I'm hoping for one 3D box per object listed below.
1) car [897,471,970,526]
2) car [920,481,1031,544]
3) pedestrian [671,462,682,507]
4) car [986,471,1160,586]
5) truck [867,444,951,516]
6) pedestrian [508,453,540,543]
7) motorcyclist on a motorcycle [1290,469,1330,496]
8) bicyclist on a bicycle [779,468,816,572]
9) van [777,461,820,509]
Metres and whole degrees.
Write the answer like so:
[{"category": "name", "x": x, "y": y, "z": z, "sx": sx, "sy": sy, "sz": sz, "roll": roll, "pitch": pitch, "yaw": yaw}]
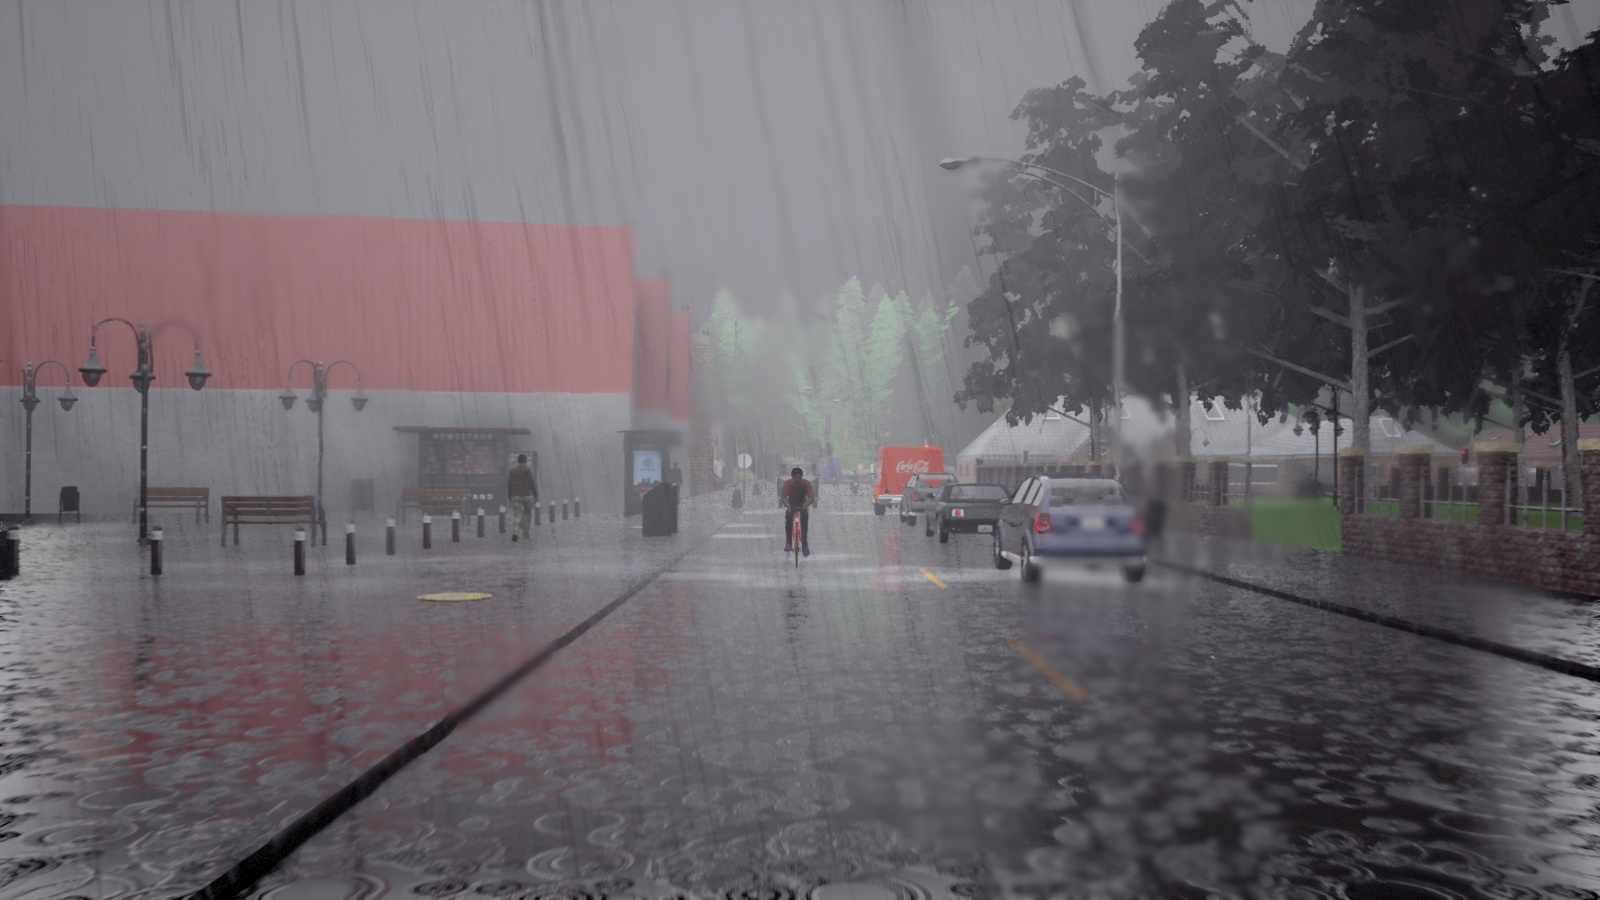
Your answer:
[{"category": "car", "x": 3.940, "y": 1.406, "z": 37.528, "sx": 1.789, "sy": 1.549, "sz": 3.705, "roll": 0, "pitch": -1, "yaw": 0}, {"category": "car", "x": 3.948, "y": 1.384, "z": 28.986, "sx": 1.895, "sy": 1.301, "sz": 4.718, "roll": 0, "pitch": -1, "yaw": 0}, {"category": "pedestrian", "x": -5.084, "y": 1.411, "z": 51.767, "sx": 0.402, "sy": 1.842, "sz": 0.726, "roll": 0, "pitch": -1, "yaw": -4}, {"category": "car", "x": 3.958, "y": 1.092, "z": 18.815, "sx": 1.789, "sy": 1.549, "sz": 3.705, "roll": 0, "pitch": -1, "yaw": 0}, {"category": "truck", "x": 3.929, "y": 1.087, "z": 46.294, "sx": 2.627, "sy": 2.467, "sz": 5.204, "roll": 0, "pitch": -1, "yaw": 0}, {"category": "pedestrian", "x": -5.697, "y": 0.981, "z": 25.911, "sx": 0.431, "sy": 1.840, "sz": 0.703, "roll": 0, "pitch": -1, "yaw": 8}, {"category": "motorcyclist on a motorcycle", "x": 30.121, "y": 1.918, "z": 74.179, "sx": 2.044, "sy": 1.523, "sz": 0.797, "roll": 0, "pitch": -1, "yaw": -2}, {"category": "bicyclist on a bicycle", "x": -0.043, "y": 1.111, "z": 20.504, "sx": 0.582, "sy": 1.620, "sz": 1.656, "roll": 0, "pitch": -1, "yaw": 0}, {"category": "van", "x": -0.080, "y": 1.474, "z": 54.154, "sx": 1.775, "sy": 1.987, "sz": 4.442, "roll": 0, "pitch": -1, "yaw": 0}]
